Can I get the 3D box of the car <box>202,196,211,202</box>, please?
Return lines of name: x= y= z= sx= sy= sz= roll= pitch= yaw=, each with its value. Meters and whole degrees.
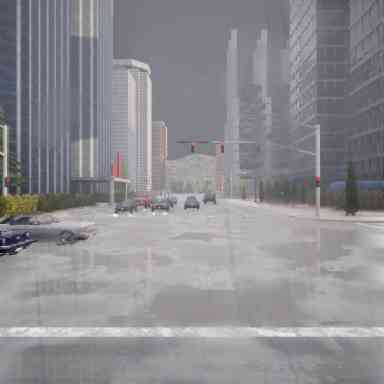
car: x=3.339 y=1.595 z=76.009 sx=1.895 sy=1.301 sz=4.718 roll=0 pitch=0 yaw=0

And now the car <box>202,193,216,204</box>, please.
car: x=3.465 y=1.224 z=64.580 sx=2.150 sy=2.045 sz=5.566 roll=0 pitch=0 yaw=0

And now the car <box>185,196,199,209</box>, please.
car: x=-0.003 y=1.564 z=45.725 sx=1.994 sy=1.385 sz=4.181 roll=0 pitch=0 yaw=0

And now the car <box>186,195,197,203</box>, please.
car: x=-0.109 y=1.492 z=69.776 sx=2.128 sy=1.511 sz=4.902 roll=0 pitch=0 yaw=0

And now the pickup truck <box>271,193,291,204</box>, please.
pickup truck: x=16.491 y=1.059 z=61.477 sx=2.390 sy=2.098 sz=6.274 roll=0 pitch=0 yaw=30

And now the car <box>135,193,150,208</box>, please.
car: x=-7.180 y=1.221 z=47.102 sx=2.150 sy=2.045 sz=5.566 roll=0 pitch=0 yaw=0

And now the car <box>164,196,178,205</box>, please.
car: x=-3.692 y=1.491 z=60.012 sx=2.128 sy=1.511 sz=4.902 roll=0 pitch=0 yaw=0

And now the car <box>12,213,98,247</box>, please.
car: x=-6.636 y=1.601 z=14.556 sx=4.718 sy=1.301 sz=1.895 roll=0 pitch=0 yaw=0

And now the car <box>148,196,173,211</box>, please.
car: x=-3.665 y=1.564 z=39.588 sx=1.994 sy=1.385 sz=4.181 roll=0 pitch=0 yaw=0

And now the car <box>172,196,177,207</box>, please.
car: x=-3.678 y=1.601 z=49.595 sx=1.895 sy=1.301 sz=4.718 roll=0 pitch=0 yaw=0

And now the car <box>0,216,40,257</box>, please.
car: x=-7.951 y=1.601 z=11.067 sx=4.718 sy=1.301 sz=1.895 roll=0 pitch=0 yaw=0

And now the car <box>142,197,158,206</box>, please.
car: x=-7.193 y=1.547 z=57.713 sx=2.033 sy=1.411 sz=5.357 roll=0 pitch=0 yaw=0

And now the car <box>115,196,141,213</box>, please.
car: x=-7.166 y=1.505 z=36.546 sx=1.837 sy=1.490 sz=4.892 roll=0 pitch=0 yaw=0
